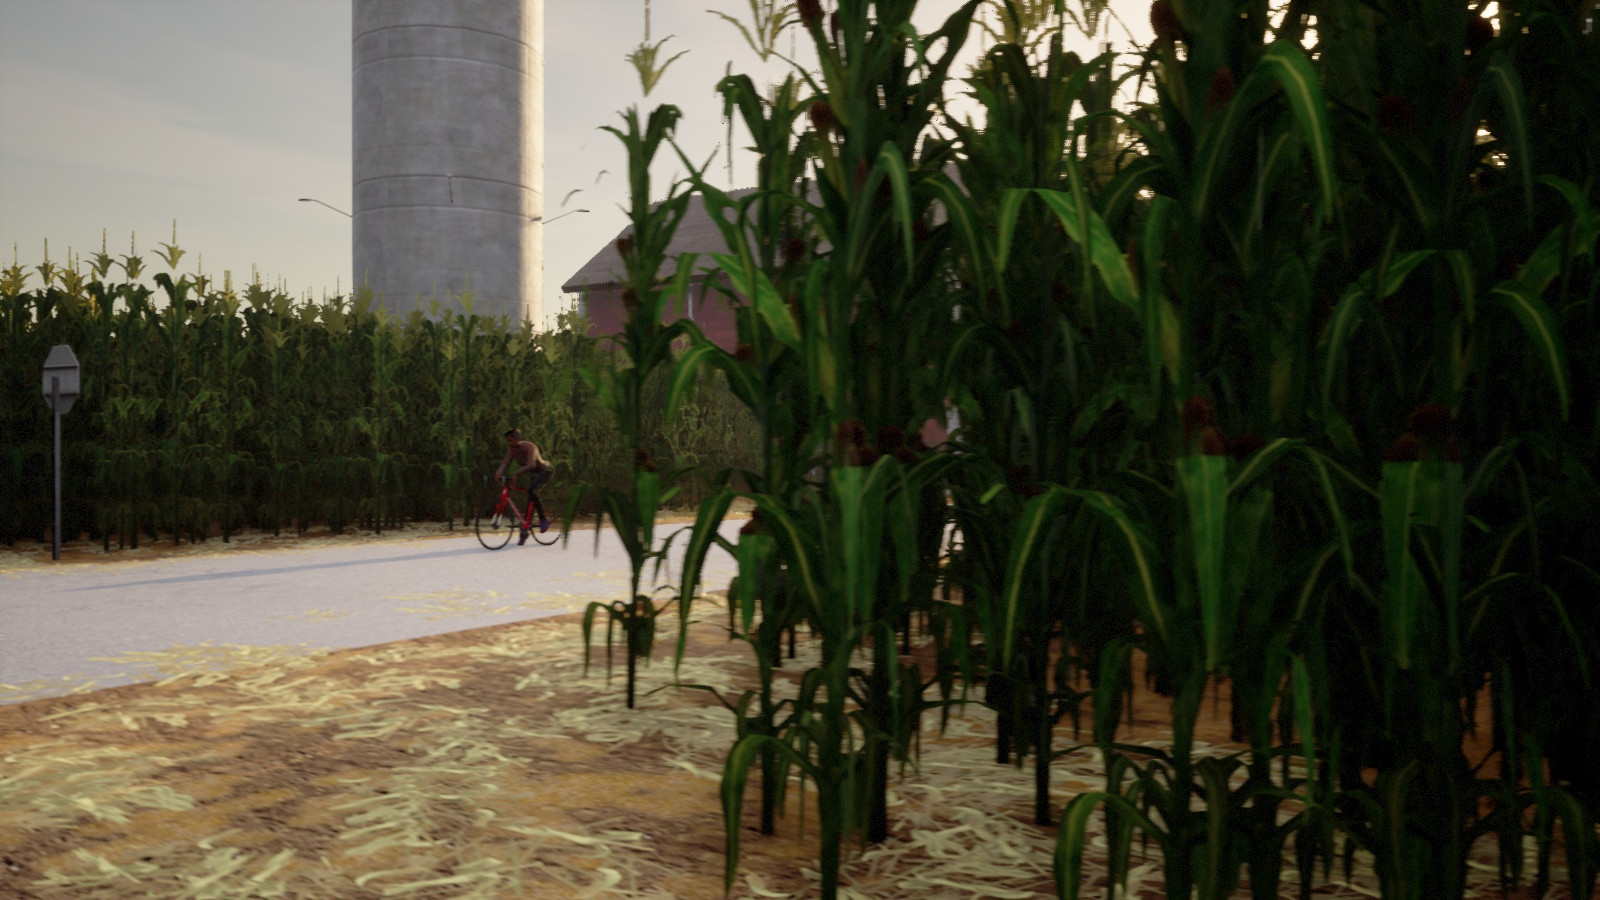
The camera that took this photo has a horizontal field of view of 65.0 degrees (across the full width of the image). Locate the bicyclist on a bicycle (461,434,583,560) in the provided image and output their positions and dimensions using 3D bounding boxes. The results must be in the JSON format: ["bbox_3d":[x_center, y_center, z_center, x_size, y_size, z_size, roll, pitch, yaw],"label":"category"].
[{"bbox_3d":[-3.738,0.604,17.014,0.582,1.620,1.656,-1,0,33],"label":"bicyclist on a bicycle"}]
